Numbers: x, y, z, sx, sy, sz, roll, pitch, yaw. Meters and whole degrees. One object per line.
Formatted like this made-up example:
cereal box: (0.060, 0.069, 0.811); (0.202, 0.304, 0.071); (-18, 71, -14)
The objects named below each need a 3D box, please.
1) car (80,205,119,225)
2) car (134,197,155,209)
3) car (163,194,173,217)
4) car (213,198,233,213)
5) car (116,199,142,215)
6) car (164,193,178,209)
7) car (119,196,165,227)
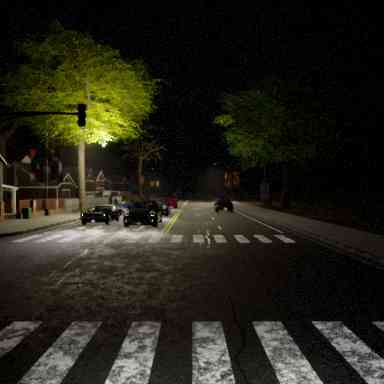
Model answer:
car: (-6.476, 1.594, 24.040); (1.895, 1.301, 4.718); (0, 0, 0)
car: (-6.361, 1.486, 45.284); (2.128, 1.511, 4.902); (0, 0, 0)
car: (-3.190, 1.344, 31.400); (2.097, 1.767, 4.553); (0, 0, 0)
car: (3.535, 1.497, 37.379); (1.837, 1.490, 4.892); (0, 0, 0)
car: (-6.415, 1.518, 34.211); (1.812, 1.442, 4.674); (0, 0, 0)
car: (-3.111, 1.212, 45.537); (2.150, 2.045, 5.566); (0, 0, 1)
car: (-3.235, 1.345, 22.542); (2.097, 1.767, 4.553); (0, 0, 0)
